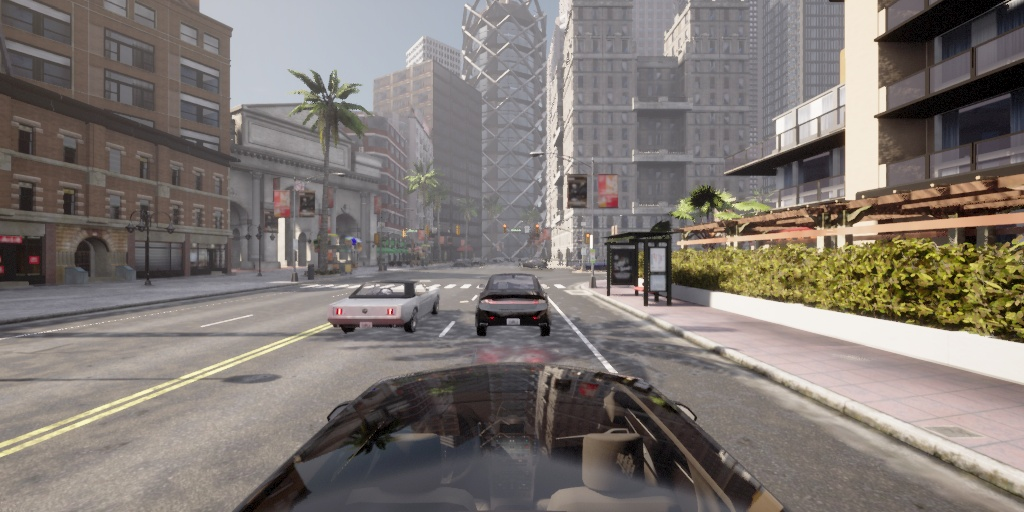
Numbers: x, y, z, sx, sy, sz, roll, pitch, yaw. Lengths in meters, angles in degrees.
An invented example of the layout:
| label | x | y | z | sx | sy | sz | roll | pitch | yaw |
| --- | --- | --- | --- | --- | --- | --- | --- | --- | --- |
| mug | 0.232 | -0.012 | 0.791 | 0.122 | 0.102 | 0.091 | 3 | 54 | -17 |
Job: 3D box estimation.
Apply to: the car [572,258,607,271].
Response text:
| label | x | y | z | sx | sy | sz | roll | pitch | yaw |
| --- | --- | --- | --- | --- | --- | --- | --- | --- | --- |
| car | 10.050 | 1.101 | 46.309 | 4.553 | 1.767 | 2.097 | 0 | 0 | -3 |

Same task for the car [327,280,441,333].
| label | x | y | z | sx | sy | sz | roll | pitch | yaw |
| --- | --- | --- | --- | --- | --- | --- | --- | --- | --- |
| car | -3.457 | 1.351 | 10.750 | 1.895 | 1.301 | 4.718 | 0 | 0 | 0 |

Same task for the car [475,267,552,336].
| label | x | y | z | sx | sy | sz | roll | pitch | yaw |
| --- | --- | --- | --- | --- | --- | --- | --- | --- | --- |
| car | 0.041 | 1.242 | 10.370 | 2.128 | 1.511 | 4.902 | 0 | 0 | 0 |

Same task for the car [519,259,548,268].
| label | x | y | z | sx | sy | sz | roll | pitch | yaw |
| --- | --- | --- | --- | --- | --- | --- | --- | --- | --- |
| car | 3.198 | 1.241 | 54.318 | 4.902 | 1.511 | 2.128 | 0 | 0 | 43 |
